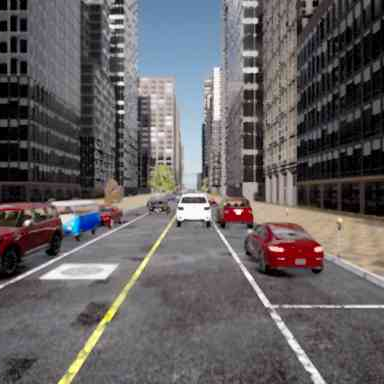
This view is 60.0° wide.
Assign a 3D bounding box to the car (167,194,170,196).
[{"bbox_3d":[-5.660,1.465,61.343,1.947,1.339,4.313,0,0,0],"label":"car"}]

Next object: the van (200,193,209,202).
[{"bbox_3d":[2.726,1.210,72.676,1.690,1.788,3.998,0,0,0],"label":"van"}]

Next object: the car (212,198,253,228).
[{"bbox_3d":[2.700,1.285,21.659,2.192,1.841,5.009,0,0,0],"label":"car"}]

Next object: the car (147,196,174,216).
[{"bbox_3d":[-3.080,1.456,32.509,1.837,1.490,4.892,0,0,0],"label":"car"}]

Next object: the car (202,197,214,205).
[{"bbox_3d":[2.717,1.493,55.668,1.802,1.307,4.206,0,0,0],"label":"car"}]

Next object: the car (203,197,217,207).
[{"bbox_3d":[2.714,1.465,50.001,1.887,1.381,4.507,0,0,0],"label":"car"}]

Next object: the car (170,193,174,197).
[{"bbox_3d":[-2.964,1.048,72.869,2.150,2.045,5.566,0,0,0],"label":"car"}]

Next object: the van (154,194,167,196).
[{"bbox_3d":[-5.664,1.252,55.673,1.690,1.788,3.998,0,0,0],"label":"van"}]

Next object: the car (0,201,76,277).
[{"bbox_3d":[-5.686,1.302,10.327,2.192,1.841,5.009,0,0,0],"label":"car"}]

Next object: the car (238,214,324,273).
[{"bbox_3d":[2.695,1.569,10.323,1.802,1.307,4.206,0,0,0],"label":"car"}]

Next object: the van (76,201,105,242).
[{"bbox_3d":[-5.684,1.320,15.996,1.690,1.788,3.998,0,0,0],"label":"van"}]

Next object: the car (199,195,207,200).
[{"bbox_3d":[2.732,1.383,84.012,1.887,1.381,4.507,0,0,0],"label":"car"}]

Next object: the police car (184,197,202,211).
[{"bbox_3d":[0.120,1.438,41.841,2.038,1.542,4.974,0,0,0],"label":"police car"}]

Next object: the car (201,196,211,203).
[{"bbox_3d":[2.723,1.466,67.008,1.802,1.307,4.206,0,0,0],"label":"car"}]

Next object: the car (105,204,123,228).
[{"bbox_3d":[-5.680,1.515,21.664,1.887,1.381,4.507,0,0,0],"label":"car"}]

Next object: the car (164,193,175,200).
[{"bbox_3d":[-5.649,1.154,84.016,2.192,1.841,5.009,0,0,0],"label":"car"}]

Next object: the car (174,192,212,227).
[{"bbox_3d":[0.113,1.186,22.849,2.150,2.045,5.566,0,0,0],"label":"car"}]
